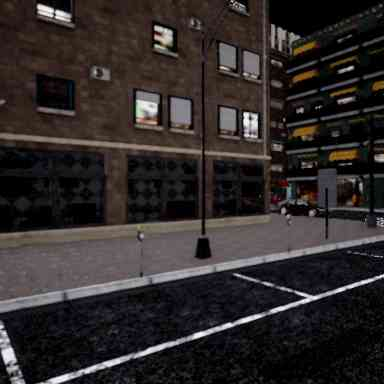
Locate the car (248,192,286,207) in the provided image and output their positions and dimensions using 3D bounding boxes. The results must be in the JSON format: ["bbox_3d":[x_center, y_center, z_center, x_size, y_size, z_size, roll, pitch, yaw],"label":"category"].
[{"bbox_3d":[8.932,0.886,39.863,1.967,1.590,4.097,1,0,-36],"label":"car"}]

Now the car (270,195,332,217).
[{"bbox_3d":[8.699,1.197,25.956,2.008,1.369,4.403,1,0,-36],"label":"car"}]

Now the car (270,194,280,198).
[{"bbox_3d":[5.520,1.097,30.317,1.752,1.417,4.829,1,0,-36],"label":"car"}]
